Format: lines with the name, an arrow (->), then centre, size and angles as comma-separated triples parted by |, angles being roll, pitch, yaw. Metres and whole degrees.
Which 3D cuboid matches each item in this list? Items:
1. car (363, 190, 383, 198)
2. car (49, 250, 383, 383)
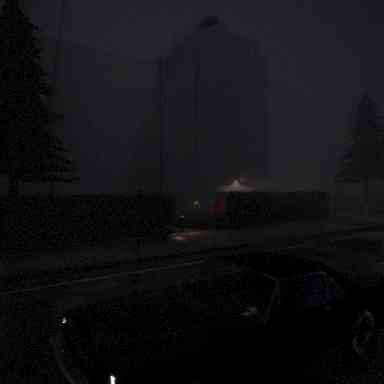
car -> 43.279, 0.812, 78.287 | 1.970, 1.475, 3.806 | -1, 0, -36
car -> 0.712, 1.579, 4.460 | 4.718, 1.301, 1.895 | 0, 0, -35
